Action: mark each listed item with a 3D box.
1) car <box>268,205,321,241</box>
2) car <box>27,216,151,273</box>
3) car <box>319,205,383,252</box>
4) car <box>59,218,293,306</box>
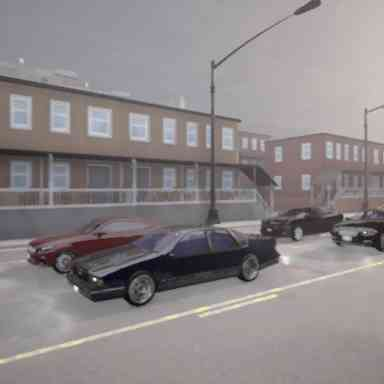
[{"bbox_3d":[5.554,1.435,16.535,5.008,1.535,1.882,0,0,-35],"label":"car"},{"bbox_3d":[-2.681,1.514,10.666,4.674,1.442,1.812,0,0,-35],"label":"car"},{"bbox_3d":[7.777,1.450,13.820,4.902,1.511,2.128,0,0,-35],"label":"car"},{"bbox_3d":[-0.141,1.534,8.179,5.357,1.411,2.033,0,0,-35],"label":"car"}]
